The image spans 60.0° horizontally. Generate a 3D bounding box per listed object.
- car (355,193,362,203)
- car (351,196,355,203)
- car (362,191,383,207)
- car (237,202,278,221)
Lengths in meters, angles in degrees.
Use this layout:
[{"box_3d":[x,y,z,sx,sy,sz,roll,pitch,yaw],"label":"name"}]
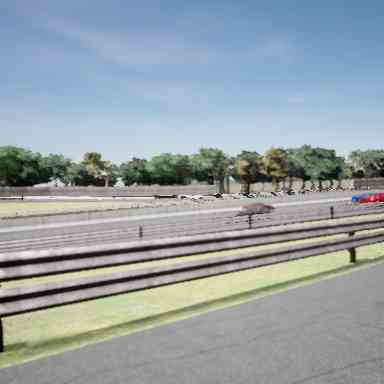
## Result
[{"box_3d":[27.362,1.044,49.878,5.008,1.535,1.882,-3,2,-25],"label":"car"},{"box_3d":[28.205,0.891,54.121,5.008,1.535,1.882,-3,2,-25],"label":"car"},{"box_3d":[26.535,0.921,45.640,5.566,2.045,2.150,-3,2,-25],"label":"car"},{"box_3d":[7.269,2.308,36.750,4.902,1.511,2.128,-4,2,-25],"label":"car"}]
